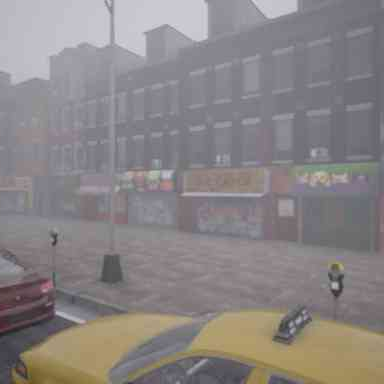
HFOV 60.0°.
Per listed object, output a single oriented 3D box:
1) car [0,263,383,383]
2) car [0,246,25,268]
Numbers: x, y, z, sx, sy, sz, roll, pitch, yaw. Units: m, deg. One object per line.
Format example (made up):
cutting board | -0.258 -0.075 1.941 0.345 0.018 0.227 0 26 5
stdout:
car | 0.482 1.517 2.469 4.829 1.417 1.752 1 0 35
car | -4.008 1.524 5.653 4.206 1.307 1.802 1 0 35
